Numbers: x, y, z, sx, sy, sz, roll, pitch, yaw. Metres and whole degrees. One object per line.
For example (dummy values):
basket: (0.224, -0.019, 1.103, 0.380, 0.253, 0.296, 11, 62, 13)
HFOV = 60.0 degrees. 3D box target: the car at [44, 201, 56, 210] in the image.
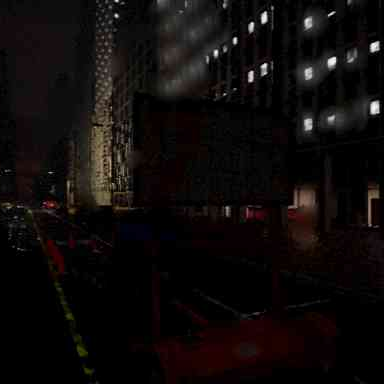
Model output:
car: (-32.652, 3.077, 76.187, 2.192, 1.841, 5.009, 0, -1, -27)

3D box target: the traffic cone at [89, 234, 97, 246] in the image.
traffic cone: (-4.901, 2.347, 16.431, 0.340, 0.580, 0.340, 1, -2, -27)

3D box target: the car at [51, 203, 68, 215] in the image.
car: (-19.920, 2.734, 50.781, 2.008, 1.369, 4.403, 0, -1, -27)

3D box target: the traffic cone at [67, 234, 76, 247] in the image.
traffic cone: (-5.795, 2.334, 15.983, 0.340, 0.580, 0.340, 1, -2, -27)

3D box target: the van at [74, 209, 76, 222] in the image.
van: (-9.738, 2.061, 30.465, 1.690, 1.788, 3.998, 0, -1, -27)

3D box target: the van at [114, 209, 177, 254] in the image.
van: (-2.099, 1.712, 15.224, 1.690, 1.788, 3.998, 0, -1, -27)

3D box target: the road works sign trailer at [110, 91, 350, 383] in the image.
road works sign trailer: (0.285, 0.582, 4.555, 2.380, 3.560, 2.880, 1, -2, -26)

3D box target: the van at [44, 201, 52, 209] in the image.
van: (-35.198, 3.219, 81.267, 1.690, 1.788, 3.998, 0, -1, -27)

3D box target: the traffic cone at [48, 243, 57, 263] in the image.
traffic cone: (-4.898, 2.238, 11.960, 0.340, 0.580, 0.340, 1, -2, -27)

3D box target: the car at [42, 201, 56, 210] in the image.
car: (-30.106, 2.962, 71.107, 2.192, 1.841, 5.009, 0, -1, -27)

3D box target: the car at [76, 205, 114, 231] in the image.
car: (-7.192, 1.918, 25.385, 2.192, 1.841, 5.009, 0, -1, -27)

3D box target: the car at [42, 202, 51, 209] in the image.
car: (-37.743, 3.433, 86.345, 1.967, 1.590, 4.097, 0, -1, -27)

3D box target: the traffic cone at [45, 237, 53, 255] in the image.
traffic cone: (-5.793, 2.279, 13.748, 0.340, 0.580, 0.340, 1, -2, -27)

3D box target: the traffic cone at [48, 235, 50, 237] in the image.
traffic cone: (-6.689, 2.320, 15.535, 0.340, 0.580, 0.340, 1, -2, -27)

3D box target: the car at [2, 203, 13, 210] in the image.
car: (-40.067, 3.170, 72.278, 1.752, 1.417, 4.829, 0, -1, -27)

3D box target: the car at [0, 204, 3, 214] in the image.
car: (-22.321, 2.389, 36.868, 2.008, 1.369, 4.403, 0, -1, -27)

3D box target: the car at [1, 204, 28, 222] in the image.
car: (-18.597, 2.302, 35.270, 2.128, 1.511, 4.902, 1, -2, -26)

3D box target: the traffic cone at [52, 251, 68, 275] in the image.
traffic cone: (-4.002, 2.198, 10.173, 0.340, 0.580, 0.340, 1, -2, -27)

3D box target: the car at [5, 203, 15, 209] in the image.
car: (-45.236, 3.445, 82.590, 1.947, 1.339, 4.313, 0, -1, -27)
